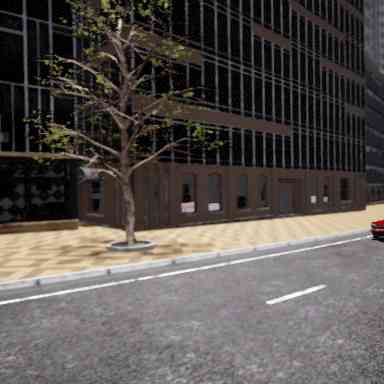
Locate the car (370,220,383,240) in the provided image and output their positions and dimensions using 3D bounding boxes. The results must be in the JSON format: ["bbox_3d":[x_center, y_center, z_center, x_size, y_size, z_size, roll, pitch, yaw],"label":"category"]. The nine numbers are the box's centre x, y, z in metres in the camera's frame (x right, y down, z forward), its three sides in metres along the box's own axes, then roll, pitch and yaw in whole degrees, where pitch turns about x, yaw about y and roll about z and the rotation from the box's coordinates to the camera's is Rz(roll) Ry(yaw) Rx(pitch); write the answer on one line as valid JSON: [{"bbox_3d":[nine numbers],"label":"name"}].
[{"bbox_3d":[10.515,1.611,16.226,4.718,1.301,1.895,0,0,-40],"label":"car"}]
